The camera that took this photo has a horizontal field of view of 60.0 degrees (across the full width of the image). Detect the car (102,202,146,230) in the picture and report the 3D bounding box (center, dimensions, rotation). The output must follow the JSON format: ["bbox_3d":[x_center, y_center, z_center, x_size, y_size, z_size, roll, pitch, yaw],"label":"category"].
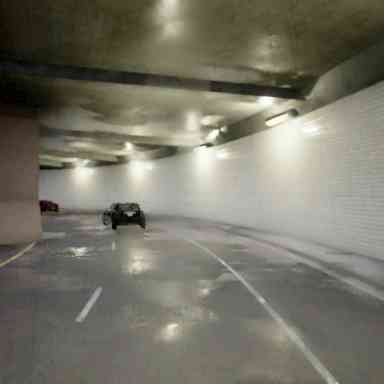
[{"bbox_3d":[-4.627,1.414,22.132,2.097,1.767,4.553,0,0,-24],"label":"car"}]

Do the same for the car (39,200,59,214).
[{"bbox_3d":[-17.096,1.618,37.843,5.008,1.535,1.882,0,0,39],"label":"car"}]
